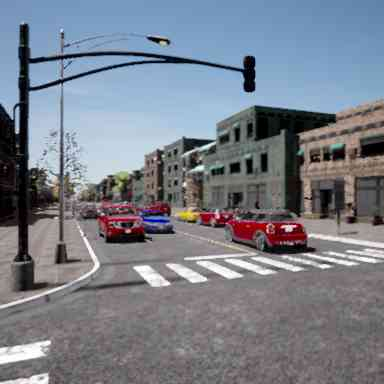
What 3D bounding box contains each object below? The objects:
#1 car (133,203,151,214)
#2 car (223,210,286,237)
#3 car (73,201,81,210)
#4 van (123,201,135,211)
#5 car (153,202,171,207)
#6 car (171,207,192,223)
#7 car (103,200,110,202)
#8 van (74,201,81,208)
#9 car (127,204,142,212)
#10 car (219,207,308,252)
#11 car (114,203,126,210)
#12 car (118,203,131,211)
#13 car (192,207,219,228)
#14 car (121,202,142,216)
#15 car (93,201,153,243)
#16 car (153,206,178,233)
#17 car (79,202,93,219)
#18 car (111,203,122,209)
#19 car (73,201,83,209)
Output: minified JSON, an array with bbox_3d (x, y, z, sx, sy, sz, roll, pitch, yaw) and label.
[{"bbox_3d":[-7.979,2.533,52.480,1.967,1.590,4.097,0,-1,-21],"label":"car"},{"bbox_3d":[3.855,1.921,21.370,1.947,1.339,4.313,0,-1,-21],"label":"car"},{"bbox_3d":[-23.699,3.096,70.235,2.008,1.369,4.403,0,-1,-21],"label":"car"},{"bbox_3d":[-11.925,2.679,62.851,1.690,1.788,3.998,0,-1,-21],"label":"van"},{"bbox_3d":[-4.037,2.162,42.113,2.192,1.841,5.009,0,-1,-21],"label":"car"},{"bbox_3d":[-0.150,2.131,31.899,1.752,1.417,4.829,0,-1,-21],"label":"car"},{"bbox_3d":[-11.054,2.275,44.410,2.097,1.767,4.553,0,-1,-20],"label":"car"},{"bbox_3d":[-29.618,3.254,85.793,1.690,1.788,3.998,0,-1,-21],"label":"van"},{"bbox_3d":[-9.949,2.798,57.662,1.802,1.307,4.206,0,-1,-21],"label":"car"},{"bbox_3d":[3.246,1.578,15.387,2.097,1.767,4.553,0,-1,-18],"label":"car"},{"bbox_3d":[-15.866,3.165,73.215,1.802,1.307,4.206,0,-1,-21],"label":"car"},{"bbox_3d":[-13.894,3.006,68.032,1.887,1.381,4.507,0,-1,-21],"label":"car"},{"bbox_3d":[1.882,1.919,26.557,1.967,1.590,4.097,0,-1,-21],"label":"car"},{"bbox_3d":[-8.533,2.314,46.520,2.097,1.767,4.553,0,-1,-20],"label":"car"},{"bbox_3d":[-3.980,1.632,18.394,2.192,1.841,5.009,0,-1,-21],"label":"car"},{"bbox_3d":[-2.661,1.924,22.221,1.812,1.442,4.674,0,-1,-21],"label":"car"},{"bbox_3d":[-11.867,2.249,39.130,1.967,1.590,4.097,0,-1,-21],"label":"car"},{"bbox_3d":[-17.838,3.288,78.400,1.802,1.307,4.206,0,-1,-21],"label":"car"},{"bbox_3d":[-27.646,3.105,80.609,2.192,1.841,5.009,0,-1,-21],"label":"car"}]
